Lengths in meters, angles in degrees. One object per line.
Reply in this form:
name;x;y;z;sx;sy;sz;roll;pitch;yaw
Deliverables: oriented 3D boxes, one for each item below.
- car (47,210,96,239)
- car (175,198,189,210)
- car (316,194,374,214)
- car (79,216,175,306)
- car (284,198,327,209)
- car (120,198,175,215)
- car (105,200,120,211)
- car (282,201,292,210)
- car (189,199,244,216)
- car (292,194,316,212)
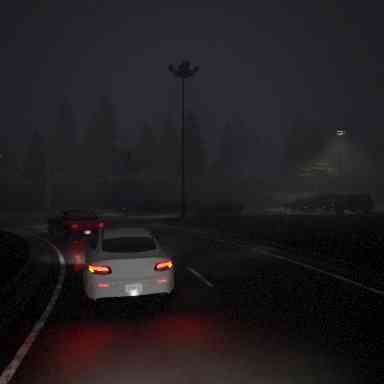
car;-6.153;1.600;17.385;1.895;1.301;4.718;0;0;-35
car;-1.206;1.476;38.208;5.008;1.535;1.882;0;0;-14
car;16.501;1.219;35.285;5.566;2.045;2.150;0;0;-14
car;-1.650;1.525;8.089;1.812;1.442;4.674;0;0;-16
car;15.649;1.546;45.880;5.357;1.411;2.033;0;0;-14
car;-4.530;1.503;33.804;4.892;1.490;1.837;0;0;-14
car;-7.947;1.476;40.179;5.008;1.535;1.882;0;0;-14
car;13.597;1.524;41.765;4.674;1.442;1.812;0;0;-14
car;2.539;1.492;31.912;4.902;1.511;2.128;0;0;-14
car;14.905;1.220;38.500;5.566;2.045;2.150;0;0;-14
